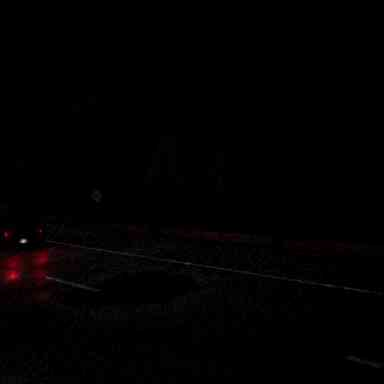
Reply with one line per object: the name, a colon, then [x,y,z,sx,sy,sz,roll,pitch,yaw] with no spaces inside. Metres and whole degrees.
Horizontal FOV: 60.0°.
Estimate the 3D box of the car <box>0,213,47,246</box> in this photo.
car: [-8.281,1.547,14.076,4.718,1.301,1.895,2,1,35]
